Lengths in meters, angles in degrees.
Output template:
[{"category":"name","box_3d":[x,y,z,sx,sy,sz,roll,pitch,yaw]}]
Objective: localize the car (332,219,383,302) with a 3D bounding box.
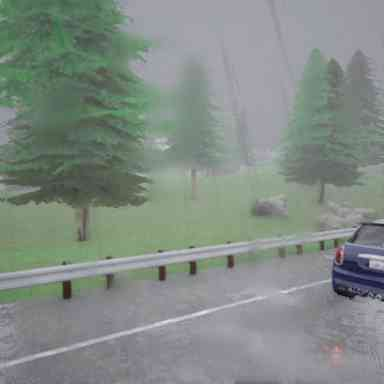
[{"category":"car","box_3d":[5.087,1.318,7.128,4.553,1.767,2.097,0,0,-34]}]
